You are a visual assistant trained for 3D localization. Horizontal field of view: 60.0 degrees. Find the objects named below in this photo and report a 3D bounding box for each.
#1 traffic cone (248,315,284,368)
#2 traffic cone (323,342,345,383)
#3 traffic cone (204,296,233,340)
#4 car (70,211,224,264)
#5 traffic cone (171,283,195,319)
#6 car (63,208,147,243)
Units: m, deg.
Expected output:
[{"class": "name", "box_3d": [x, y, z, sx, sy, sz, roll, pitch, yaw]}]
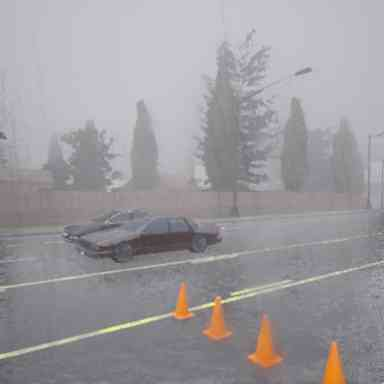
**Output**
[{"class": "traffic cone", "box_3d": [1.000, 1.969, 4.504, 0.340, 0.580, 0.340, 0, 0, -36]}, {"class": "traffic cone", "box_3d": [1.582, 1.968, 3.691, 0.340, 0.580, 0.340, 0, 0, -36]}, {"class": "traffic cone", "box_3d": [0.418, 1.970, 5.317, 0.340, 0.580, 0.340, 0, 0, -36]}, {"class": "car", "box_3d": [-1.323, 1.576, 12.174, 5.357, 1.411, 2.033, 0, 0, -36]}, {"class": "traffic cone", "box_3d": [-0.164, 1.970, 6.130, 0.340, 0.580, 0.340, 0, 0, -36]}, {"class": "car", "box_3d": [-3.255, 1.536, 15.097, 4.892, 1.490, 1.837, 0, 0, -36]}]
